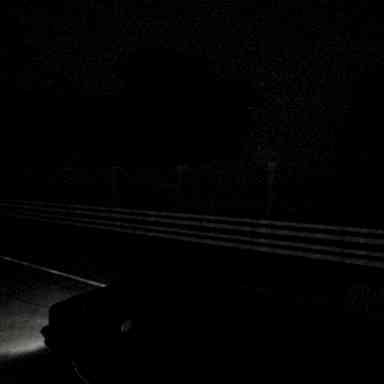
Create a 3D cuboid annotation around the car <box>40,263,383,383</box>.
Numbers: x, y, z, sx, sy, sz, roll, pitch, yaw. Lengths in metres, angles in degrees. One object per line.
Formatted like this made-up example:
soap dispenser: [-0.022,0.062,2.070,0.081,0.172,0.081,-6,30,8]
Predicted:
car: [0.728,1.512,3.346,5.357,1.411,2.033,2,1,35]
